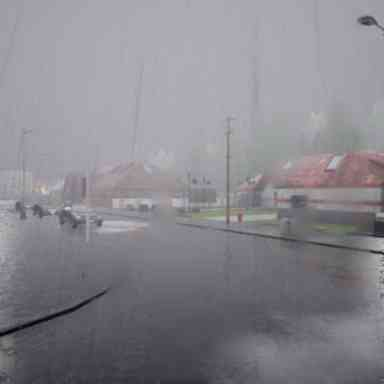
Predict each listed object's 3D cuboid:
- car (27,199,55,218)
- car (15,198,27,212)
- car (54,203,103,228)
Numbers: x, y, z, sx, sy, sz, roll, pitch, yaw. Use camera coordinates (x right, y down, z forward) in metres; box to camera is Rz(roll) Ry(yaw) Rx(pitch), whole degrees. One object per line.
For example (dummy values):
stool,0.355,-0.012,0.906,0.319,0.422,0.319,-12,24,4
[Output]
car,-13.489,1.541,30.877,2.128,1.511,4.902,0,0,-35
car,-20.170,1.545,40.359,2.128,1.511,4.902,0,0,-35
car,-7.682,1.574,22.699,1.812,1.442,4.674,0,0,-36
